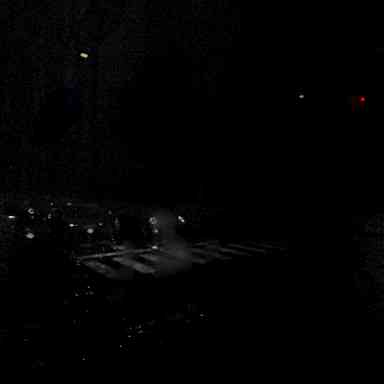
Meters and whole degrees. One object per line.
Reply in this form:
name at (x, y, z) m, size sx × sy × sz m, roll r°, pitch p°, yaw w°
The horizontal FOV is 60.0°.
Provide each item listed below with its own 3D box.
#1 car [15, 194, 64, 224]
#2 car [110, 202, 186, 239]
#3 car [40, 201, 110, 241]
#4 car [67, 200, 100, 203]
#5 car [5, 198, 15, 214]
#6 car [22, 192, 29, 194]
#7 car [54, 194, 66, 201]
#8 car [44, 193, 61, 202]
car at (-11.370, 1.275, 24.609) m, size 2.097 × 1.767 × 4.553 m, roll 0°, pitch 1°, yaw -35°
car at (-2.274, 1.355, 17.524) m, size 2.097 × 1.767 × 4.553 m, roll 0°, pitch 1°, yaw -37°
car at (-6.028, 1.489, 17.105) m, size 2.128 × 1.511 × 4.902 m, roll 0°, pitch 1°, yaw -35°
car at (-7.661, 1.407, 25.009) m, size 1.882 × 1.535 × 5.008 m, roll 0°, pitch 1°, yaw -35°
car at (-17.241, 1.348, 32.871) m, size 1.837 × 1.490 × 4.892 m, roll 0°, pitch 1°, yaw -35°
car at (-29.760, 1.135, 61.990) m, size 2.033 × 1.411 × 5.357 m, roll 0°, pitch 1°, yaw -35°
car at (-13.571, 1.200, 33.314) m, size 2.097 × 1.767 × 4.553 m, roll 0°, pitch 1°, yaw -35°
car at (-26.544, 1.064, 63.075) m, size 1.882 × 1.535 × 5.008 m, roll 0°, pitch 1°, yaw -35°
